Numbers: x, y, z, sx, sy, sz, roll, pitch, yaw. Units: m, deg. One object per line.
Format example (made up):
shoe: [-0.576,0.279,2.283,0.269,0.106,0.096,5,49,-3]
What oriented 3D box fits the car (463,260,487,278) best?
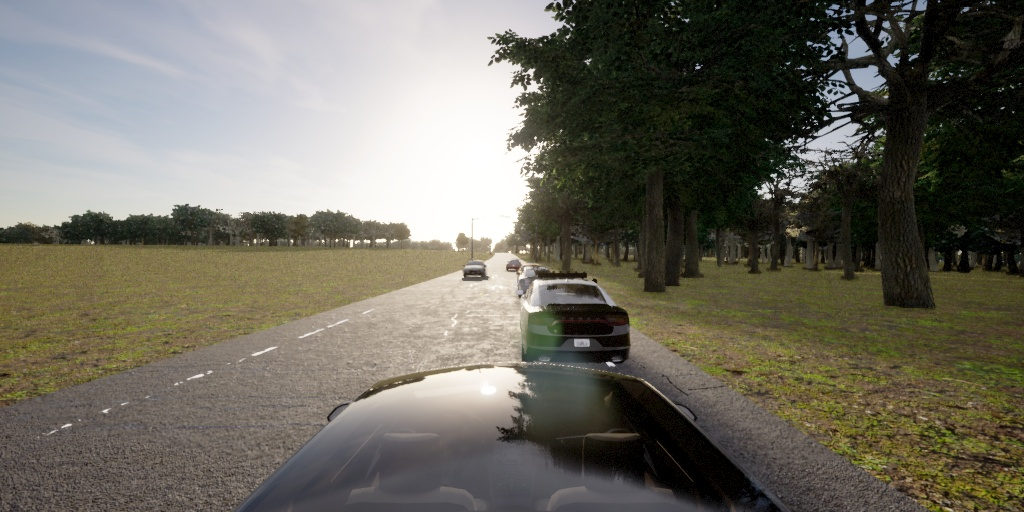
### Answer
car: [-3.278,1.165,32.429,1.837,1.490,4.892,0,0,0]

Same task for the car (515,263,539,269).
car: [1.210,1.245,18.156,1.812,1.442,4.674,0,0,0]

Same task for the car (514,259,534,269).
car: [1.246,1.153,24.349,1.801,1.575,5.366,0,0,0]

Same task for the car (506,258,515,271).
car: [0.266,1.147,46.552,1.994,1.385,4.181,0,0,2]

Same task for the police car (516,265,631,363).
police car: [1.131,1.168,8.260,1.930,1.638,5.238,0,0,1]
